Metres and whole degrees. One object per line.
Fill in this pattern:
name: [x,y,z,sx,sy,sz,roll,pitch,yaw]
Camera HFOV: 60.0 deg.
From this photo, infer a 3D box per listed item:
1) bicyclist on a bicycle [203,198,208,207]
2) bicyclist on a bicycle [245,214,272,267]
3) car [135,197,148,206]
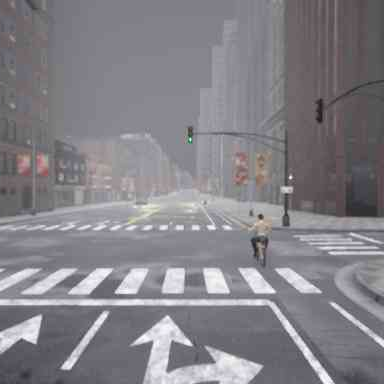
bicyclist on a bicycle: [2.183,1.755,54.909,0.866,1.612,1.509,0,0,0]
bicyclist on a bicycle: [2.176,1.498,10.649,0.866,1.612,1.509,0,0,0]
car: [-9.738,1.720,64.323,2.097,1.767,4.553,0,0,0]
